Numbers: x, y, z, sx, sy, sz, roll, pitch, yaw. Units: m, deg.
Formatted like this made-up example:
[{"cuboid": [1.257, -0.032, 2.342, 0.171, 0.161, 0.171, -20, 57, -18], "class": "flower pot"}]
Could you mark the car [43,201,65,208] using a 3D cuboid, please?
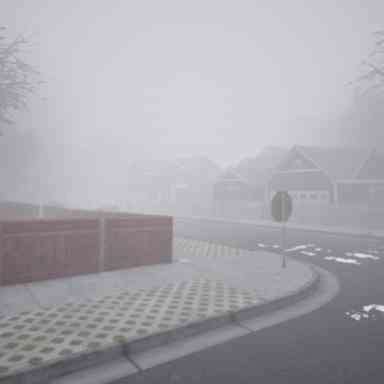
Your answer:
[{"cuboid": [-19.256, 1.913, 46.385, 1.895, 1.301, 4.718, -1, 1, -36], "class": "car"}]

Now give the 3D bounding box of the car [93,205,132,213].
[{"cuboid": [-7.008, 1.815, 29.191, 1.895, 1.301, 4.718, -1, 0, -36], "class": "car"}]
